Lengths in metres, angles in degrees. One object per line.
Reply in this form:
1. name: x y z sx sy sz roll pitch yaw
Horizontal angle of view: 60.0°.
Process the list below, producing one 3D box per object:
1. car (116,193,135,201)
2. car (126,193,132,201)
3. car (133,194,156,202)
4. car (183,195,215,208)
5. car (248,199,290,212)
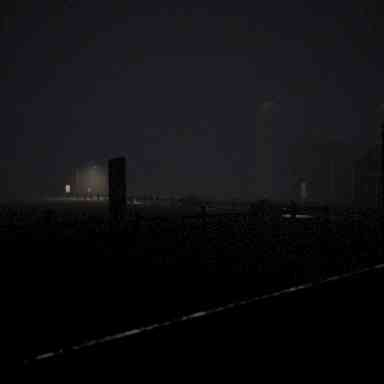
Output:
1. car: -13.270 0.886 66.206 1.837 1.490 4.892 -1 1 -36
2. car: -12.146 0.955 59.909 2.128 1.511 4.902 -1 1 -35
3. car: -8.418 1.065 59.471 1.895 1.301 4.718 -1 1 -36
4. car: 0.787 1.157 41.729 1.882 1.535 5.008 -1 1 -36
5. car: 7.459 1.351 32.428 1.994 1.385 4.181 -1 1 -36
